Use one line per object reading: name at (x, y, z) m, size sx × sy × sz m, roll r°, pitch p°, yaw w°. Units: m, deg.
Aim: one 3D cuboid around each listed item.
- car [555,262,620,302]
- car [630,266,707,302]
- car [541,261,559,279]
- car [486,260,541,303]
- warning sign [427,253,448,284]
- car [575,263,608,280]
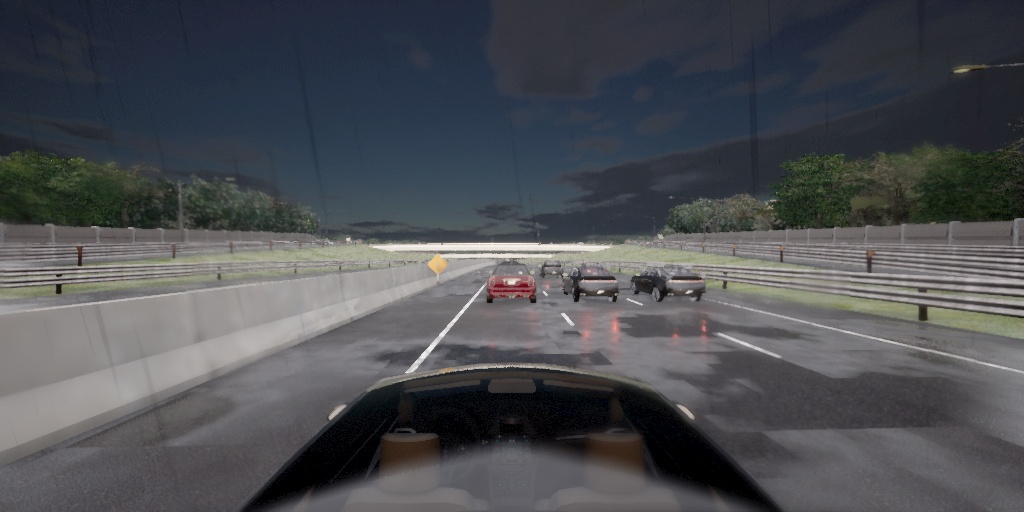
car at (3.478, 1.206, 16.527) m, size 2.128 × 1.511 × 4.902 m, roll 0°, pitch 0°, yaw 0°
car at (6.978, 1.206, 16.537) m, size 2.128 × 1.511 × 4.902 m, roll 0°, pitch 0°, yaw 0°
car at (3.410, 1.158, 31.558) m, size 2.128 × 1.511 × 4.902 m, roll 0°, pitch 0°, yaw 0°
car at (-0.022, 1.077, 16.486) m, size 2.097 × 1.767 × 4.553 m, roll 0°, pitch 0°, yaw 0°
warning sign at (-4.593, 0.803, 22.296) m, size 1.300 × 1.860 × 1.060 m, roll 0°, pitch 0°, yaw 0°
car at (6.910, 1.280, 31.608) m, size 1.895 × 1.301 × 4.718 m, roll 0°, pitch 0°, yaw 0°
